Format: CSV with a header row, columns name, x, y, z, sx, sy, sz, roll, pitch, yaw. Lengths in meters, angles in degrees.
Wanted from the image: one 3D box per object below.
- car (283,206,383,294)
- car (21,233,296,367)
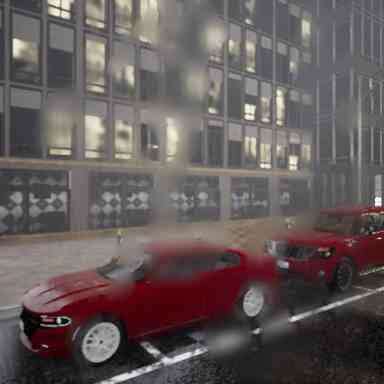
name,x,y,z,sx,sy,sz,roll,pitch,yaw
car,4.140,1.338,9.028,5.009,1.841,2.192,0,0,-35
car,-0.451,1.552,5.774,4.507,1.381,1.887,0,0,-35
